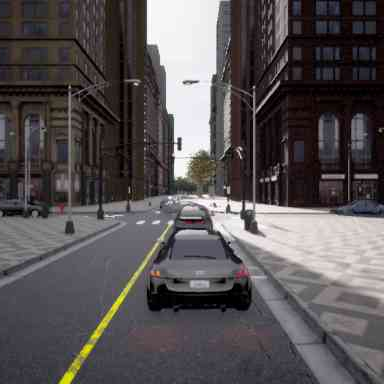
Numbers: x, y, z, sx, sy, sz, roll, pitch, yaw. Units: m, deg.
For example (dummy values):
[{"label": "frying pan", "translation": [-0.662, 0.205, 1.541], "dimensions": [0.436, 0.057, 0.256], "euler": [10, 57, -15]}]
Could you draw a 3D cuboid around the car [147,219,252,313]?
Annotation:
[{"label": "car", "translation": [0.110, 1.561, 7.764], "dimensions": [1.994, 1.385, 4.181], "euler": [0, 0, -1]}]

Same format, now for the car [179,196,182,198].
[{"label": "car", "translation": [-3.075, 1.477, 52.890], "dimensions": [2.128, 1.511, 4.902], "euler": [0, 0, 0]}]

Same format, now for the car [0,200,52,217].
[{"label": "car", "translation": [-14.739, 1.445, 28.924], "dimensions": [4.892, 1.490, 1.837], "euler": [0, 0, -1]}]

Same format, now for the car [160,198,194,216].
[{"label": "car", "translation": [-0.850, 1.554, 32.125], "dimensions": [4.181, 1.385, 1.994], "euler": [0, 0, 0]}]

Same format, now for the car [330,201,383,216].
[{"label": "car", "translation": [16.299, 1.590, 32.115], "dimensions": [5.357, 1.411, 2.033], "euler": [0, 0, 0]}]

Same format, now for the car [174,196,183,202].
[{"label": "car", "translation": [-2.978, 1.526, 73.538], "dimensions": [1.812, 1.442, 4.674], "euler": [0, 0, 0]}]

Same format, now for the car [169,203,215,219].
[{"label": "car", "translation": [0.066, 1.499, 16.672], "dimensions": [1.837, 1.490, 4.892], "euler": [0, 0, 0]}]

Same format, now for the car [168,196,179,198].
[{"label": "car", "translation": [-3.078, 1.533, 43.130], "dimensions": [2.033, 1.411, 5.357], "euler": [0, 0, 0]}]
